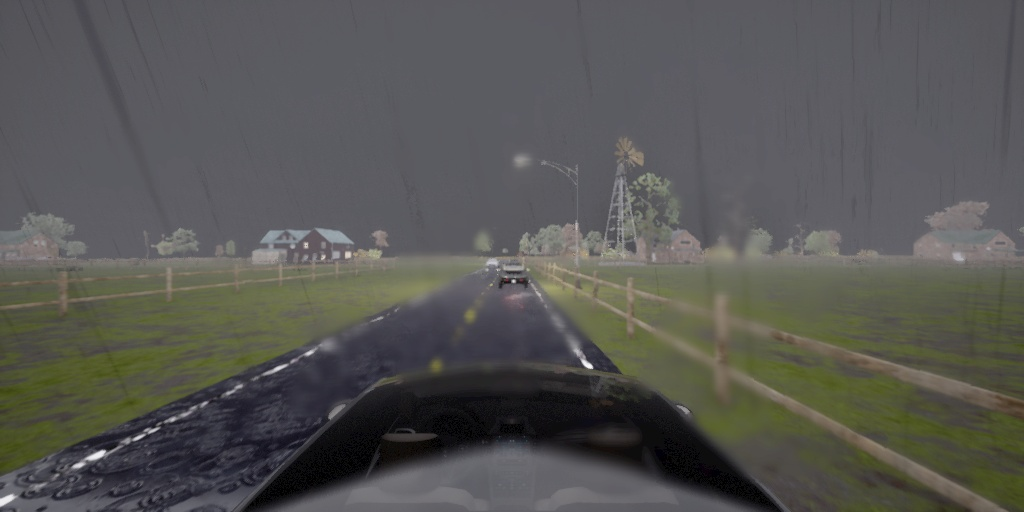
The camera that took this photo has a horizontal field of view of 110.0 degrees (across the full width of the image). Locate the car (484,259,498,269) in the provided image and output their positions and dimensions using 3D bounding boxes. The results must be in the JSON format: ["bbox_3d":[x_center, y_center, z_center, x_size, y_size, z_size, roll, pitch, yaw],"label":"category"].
[{"bbox_3d":[-2.813,1.102,52.218,1.812,1.442,4.674,0,0,0],"label":"car"}]

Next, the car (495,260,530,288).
[{"bbox_3d":[0.102,1.186,22.877,1.837,1.490,4.892,0,0,0],"label":"car"}]
